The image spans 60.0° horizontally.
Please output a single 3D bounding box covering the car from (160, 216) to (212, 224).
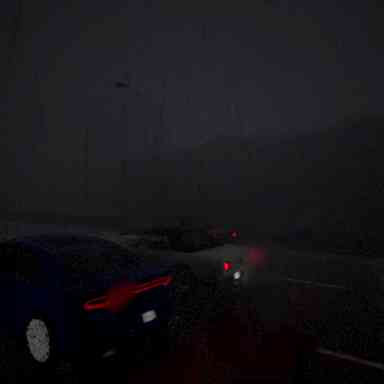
[{"bbox_3d":[-0.679,1.600,13.072,4.718,1.301,1.895,0,0,35],"label":"car"}]

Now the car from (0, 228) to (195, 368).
[{"bbox_3d":[-2.577,1.477,5.827,5.008,1.535,1.882,0,0,36],"label":"car"}]

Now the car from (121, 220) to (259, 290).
[{"bbox_3d":[-0.771,1.600,8.840,4.718,1.301,1.895,0,0,36],"label":"car"}]
